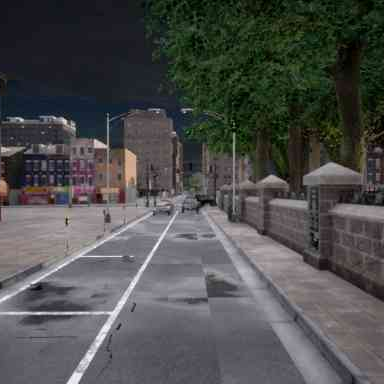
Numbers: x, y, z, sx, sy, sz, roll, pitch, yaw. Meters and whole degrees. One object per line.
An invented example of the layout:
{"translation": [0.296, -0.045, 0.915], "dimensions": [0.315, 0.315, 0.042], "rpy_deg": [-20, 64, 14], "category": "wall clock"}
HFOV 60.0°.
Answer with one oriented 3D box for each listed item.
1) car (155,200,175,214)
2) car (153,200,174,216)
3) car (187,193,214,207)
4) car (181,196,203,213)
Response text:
{"translation": [-2.905, 1.565, 36.544], "dimensions": [1.947, 1.339, 4.313], "rpy_deg": [0, 0, 0], "category": "car"}
{"translation": [-2.878, 1.581, 32.882], "dimensions": [1.802, 1.307, 4.206], "rpy_deg": [0, 0, 0], "category": "car"}
{"translation": [1.234, 1.209, 47.715], "dimensions": [2.150, 2.045, 5.566], "rpy_deg": [0, 0, 36], "category": "car"}
{"translation": [-0.184, 1.491, 36.745], "dimensions": [2.128, 1.511, 4.902], "rpy_deg": [0, 0, 0], "category": "car"}
